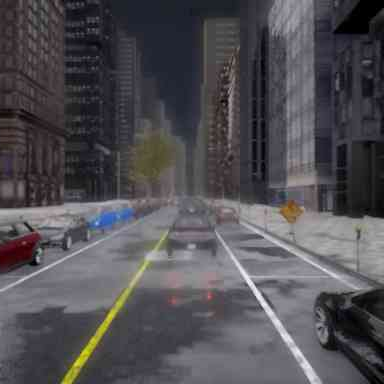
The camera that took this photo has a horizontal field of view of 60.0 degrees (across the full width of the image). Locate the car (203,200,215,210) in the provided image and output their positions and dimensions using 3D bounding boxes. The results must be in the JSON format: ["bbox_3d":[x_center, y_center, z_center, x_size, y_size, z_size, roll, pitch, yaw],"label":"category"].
[{"bbox_3d":[2.719,2.084,54.714,1.752,1.417,4.829,0,-1,0],"label":"car"}]

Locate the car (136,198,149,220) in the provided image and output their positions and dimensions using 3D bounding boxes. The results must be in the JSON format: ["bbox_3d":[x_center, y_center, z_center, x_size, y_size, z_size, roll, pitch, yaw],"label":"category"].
[{"bbox_3d":[-5.788,1.638,31.824,2.192,1.841,5.009,0,-1,0],"label":"car"}]

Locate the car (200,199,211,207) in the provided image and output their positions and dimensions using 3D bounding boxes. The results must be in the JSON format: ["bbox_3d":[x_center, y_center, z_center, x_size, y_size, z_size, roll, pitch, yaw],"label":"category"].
[{"bbox_3d":[2.711,2.116,65.899,1.967,1.590,4.097,0,-1,0],"label":"car"}]

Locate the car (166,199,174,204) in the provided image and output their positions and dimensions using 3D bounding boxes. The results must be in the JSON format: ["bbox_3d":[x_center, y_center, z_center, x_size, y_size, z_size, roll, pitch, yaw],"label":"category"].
[{"bbox_3d":[-5.831,2.500,88.591,1.802,1.307,4.206,0,-1,0],"label":"car"}]

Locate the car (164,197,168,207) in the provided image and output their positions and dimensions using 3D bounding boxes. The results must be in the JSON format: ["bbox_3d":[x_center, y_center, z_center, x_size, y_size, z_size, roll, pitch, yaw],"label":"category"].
[{"bbox_3d":[-5.814,1.990,65.885,2.192,1.841,5.009,0,-1,0],"label":"car"}]

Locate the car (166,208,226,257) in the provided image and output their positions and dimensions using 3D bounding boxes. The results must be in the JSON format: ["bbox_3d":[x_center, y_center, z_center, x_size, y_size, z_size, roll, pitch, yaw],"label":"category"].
[{"bbox_3d":[0.007,1.631,13.506,2.128,1.511,4.902,0,0,0],"label":"car"}]

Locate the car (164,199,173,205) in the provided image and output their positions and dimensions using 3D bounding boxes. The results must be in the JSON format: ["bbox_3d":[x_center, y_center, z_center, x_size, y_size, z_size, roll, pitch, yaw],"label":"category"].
[{"bbox_3d":[-5.827,2.439,82.915,1.802,1.307,4.206,0,-1,0],"label":"car"}]

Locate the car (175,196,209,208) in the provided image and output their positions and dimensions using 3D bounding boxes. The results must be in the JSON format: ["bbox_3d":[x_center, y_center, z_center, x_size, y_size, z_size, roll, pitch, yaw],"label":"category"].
[{"bbox_3d":[-0.013,1.505,27.568,2.150,2.045,5.566,0,0,0],"label":"car"}]

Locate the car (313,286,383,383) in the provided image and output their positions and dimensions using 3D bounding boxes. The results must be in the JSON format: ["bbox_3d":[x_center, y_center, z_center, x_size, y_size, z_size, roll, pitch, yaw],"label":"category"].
[{"bbox_3d":[2.759,1.602,3.447,1.947,1.339,4.313,0,-1,0],"label":"car"}]

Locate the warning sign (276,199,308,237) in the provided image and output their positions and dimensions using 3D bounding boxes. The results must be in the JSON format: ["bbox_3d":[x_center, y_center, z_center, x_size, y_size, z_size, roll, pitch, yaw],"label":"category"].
[{"bbox_3d":[5.055,1.288,16.961,1.300,1.860,1.060,0,-1,0],"label":"warning sign"}]

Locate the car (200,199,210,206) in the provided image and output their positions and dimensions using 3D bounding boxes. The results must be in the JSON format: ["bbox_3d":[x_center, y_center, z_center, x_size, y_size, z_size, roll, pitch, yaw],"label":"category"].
[{"bbox_3d":[2.707,2.302,71.575,1.947,1.339,4.313,0,-1,0],"label":"car"}]

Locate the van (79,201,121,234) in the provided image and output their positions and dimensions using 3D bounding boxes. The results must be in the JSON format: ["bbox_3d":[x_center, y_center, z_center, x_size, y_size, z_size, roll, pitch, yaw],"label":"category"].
[{"bbox_3d":[-5.779,1.549,20.469,1.690,1.788,3.998,0,-1,0],"label":"van"}]

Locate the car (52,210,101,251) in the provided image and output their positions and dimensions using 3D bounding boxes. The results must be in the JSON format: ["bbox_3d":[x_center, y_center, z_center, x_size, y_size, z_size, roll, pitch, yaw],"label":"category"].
[{"bbox_3d":[-5.775,1.701,14.789,2.008,1.369,4.403,0,-1,0],"label":"car"}]

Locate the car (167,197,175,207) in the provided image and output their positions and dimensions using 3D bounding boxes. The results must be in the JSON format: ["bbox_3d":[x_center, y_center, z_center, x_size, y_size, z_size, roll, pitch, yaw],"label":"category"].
[{"bbox_3d":[-3.076,2.158,64.577,2.128,1.511,4.902,0,-1,1],"label":"car"}]

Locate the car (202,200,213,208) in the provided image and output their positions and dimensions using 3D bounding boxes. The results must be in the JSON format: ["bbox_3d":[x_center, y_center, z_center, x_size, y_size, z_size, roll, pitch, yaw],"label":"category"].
[{"bbox_3d":[2.715,2.198,60.220,1.802,1.307,4.206,0,-1,0],"label":"car"}]

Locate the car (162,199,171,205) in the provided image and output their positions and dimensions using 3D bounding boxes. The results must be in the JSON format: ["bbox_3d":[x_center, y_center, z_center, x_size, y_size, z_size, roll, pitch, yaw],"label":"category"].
[{"bbox_3d":[-5.823,2.320,77.068,1.752,1.417,4.829,0,-1,0],"label":"car"}]

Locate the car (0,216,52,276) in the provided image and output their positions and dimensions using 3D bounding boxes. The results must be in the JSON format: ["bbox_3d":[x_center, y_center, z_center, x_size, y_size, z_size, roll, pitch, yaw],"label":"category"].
[{"bbox_3d":[-5.771,1.533,9.113,1.967,1.590,4.097,0,-1,0],"label":"car"}]

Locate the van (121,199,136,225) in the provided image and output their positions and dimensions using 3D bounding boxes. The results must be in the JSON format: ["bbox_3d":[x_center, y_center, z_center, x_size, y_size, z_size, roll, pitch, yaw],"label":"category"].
[{"bbox_3d":[-5.784,1.607,26.146,1.690,1.788,3.998,0,-1,0],"label":"van"}]

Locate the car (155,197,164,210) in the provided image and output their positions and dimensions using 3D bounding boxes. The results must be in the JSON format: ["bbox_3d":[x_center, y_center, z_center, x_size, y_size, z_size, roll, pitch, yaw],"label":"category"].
[{"bbox_3d":[-5.801,1.812,48.855,2.192,1.841,5.009,0,-1,0],"label":"car"}]

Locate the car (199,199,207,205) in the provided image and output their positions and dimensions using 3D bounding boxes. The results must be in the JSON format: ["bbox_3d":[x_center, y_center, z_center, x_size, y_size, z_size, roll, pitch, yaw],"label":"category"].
[{"bbox_3d":[2.698,2.409,82.929,2.008,1.369,4.403,0,-1,0],"label":"car"}]

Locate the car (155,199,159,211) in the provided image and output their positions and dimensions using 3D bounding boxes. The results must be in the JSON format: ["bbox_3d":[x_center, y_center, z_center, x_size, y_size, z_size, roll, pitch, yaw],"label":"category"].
[{"bbox_3d":[-5.797,2.005,43.175,1.947,1.339,4.313,0,-1,0],"label":"car"}]

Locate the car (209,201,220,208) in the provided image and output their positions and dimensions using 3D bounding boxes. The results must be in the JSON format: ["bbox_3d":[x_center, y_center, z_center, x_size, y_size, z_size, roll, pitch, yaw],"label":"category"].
[{"bbox_3d":[2.733,1.932,37.511,2.008,1.369,4.403,0,-1,0],"label":"car"}]

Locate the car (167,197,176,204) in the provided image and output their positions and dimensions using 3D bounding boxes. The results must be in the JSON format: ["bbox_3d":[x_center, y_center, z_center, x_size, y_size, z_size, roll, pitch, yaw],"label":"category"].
[{"bbox_3d":[-5.836,2.295,94.271,2.192,1.841,5.009,0,-1,0],"label":"car"}]

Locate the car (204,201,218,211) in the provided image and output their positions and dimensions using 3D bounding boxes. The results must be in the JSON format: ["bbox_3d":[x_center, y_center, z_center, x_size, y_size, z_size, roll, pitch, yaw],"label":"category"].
[{"bbox_3d":[2.724,2.080,48.866,1.802,1.307,4.206,0,-1,0],"label":"car"}]

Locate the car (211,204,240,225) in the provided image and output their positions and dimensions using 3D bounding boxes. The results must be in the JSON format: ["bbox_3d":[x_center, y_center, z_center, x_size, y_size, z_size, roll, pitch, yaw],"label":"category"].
[{"bbox_3d":[2.741,1.848,26.157,1.802,1.307,4.206,0,-1,0],"label":"car"}]

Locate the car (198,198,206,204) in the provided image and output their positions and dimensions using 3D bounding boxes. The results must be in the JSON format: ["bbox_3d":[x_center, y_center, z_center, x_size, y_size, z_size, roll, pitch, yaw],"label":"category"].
[{"bbox_3d":[2.693,2.359,88.608,1.967,1.590,4.097,0,-1,0],"label":"car"}]

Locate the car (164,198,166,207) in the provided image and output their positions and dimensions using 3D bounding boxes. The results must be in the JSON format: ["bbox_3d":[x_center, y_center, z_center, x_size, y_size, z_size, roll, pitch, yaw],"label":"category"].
[{"bbox_3d":[-5.805,2.107,54.529,2.008,1.369,4.403,0,-1,0],"label":"car"}]

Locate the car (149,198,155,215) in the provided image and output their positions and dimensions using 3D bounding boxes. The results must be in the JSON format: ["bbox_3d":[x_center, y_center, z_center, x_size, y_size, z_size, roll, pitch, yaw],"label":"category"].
[{"bbox_3d":[-5.792,1.696,37.501,2.192,1.841,5.009,0,-1,0],"label":"car"}]
